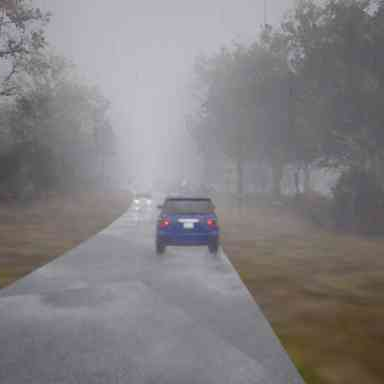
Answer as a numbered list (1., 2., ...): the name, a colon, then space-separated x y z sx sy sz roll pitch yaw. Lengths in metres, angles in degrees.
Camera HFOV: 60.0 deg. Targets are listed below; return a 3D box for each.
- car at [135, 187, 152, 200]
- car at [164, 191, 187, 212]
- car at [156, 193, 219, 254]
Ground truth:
1. car: -6.241 0.145 42.918 1.812 1.442 4.674 1 3 -9
2. car: -1.615 0.805 30.783 1.882 1.535 5.008 1 3 -6
3. car: -0.222 1.112 13.213 2.150 2.045 5.566 0 1 -2
